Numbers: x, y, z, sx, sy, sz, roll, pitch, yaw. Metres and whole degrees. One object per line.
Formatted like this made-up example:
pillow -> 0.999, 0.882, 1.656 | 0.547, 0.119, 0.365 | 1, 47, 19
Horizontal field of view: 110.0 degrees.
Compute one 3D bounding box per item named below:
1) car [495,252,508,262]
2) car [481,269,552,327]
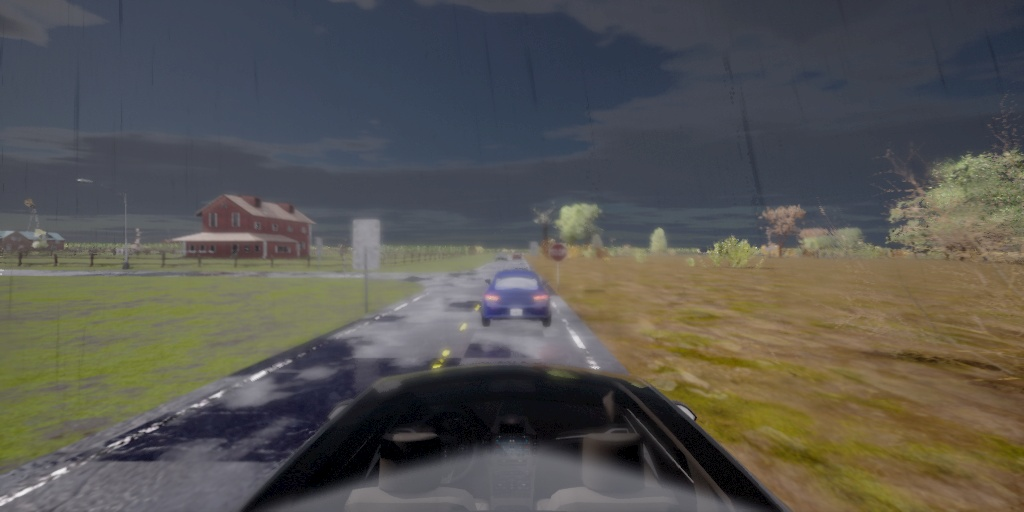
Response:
car -> -1.856, 0.080, 63.467 | 2.097, 1.767, 4.553 | 0, 1, 1
car -> 0.135, 1.124, 10.777 | 1.812, 1.442, 4.674 | 0, 1, 1
